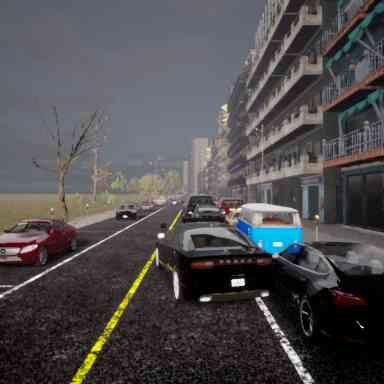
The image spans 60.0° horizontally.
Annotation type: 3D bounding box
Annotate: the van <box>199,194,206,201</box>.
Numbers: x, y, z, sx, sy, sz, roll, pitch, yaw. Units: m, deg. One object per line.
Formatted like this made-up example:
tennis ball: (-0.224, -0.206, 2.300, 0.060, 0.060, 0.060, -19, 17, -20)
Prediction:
van: (2.762, 1.369, 85.508, 1.690, 1.788, 3.998, 1, 0, 0)

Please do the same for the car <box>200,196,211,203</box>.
car: (2.723, 1.571, 68.524, 2.008, 1.369, 4.403, 1, 0, 0)

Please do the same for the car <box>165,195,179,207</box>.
car: (-2.635, 1.505, 52.608, 2.128, 1.511, 4.902, 0, 0, 0)

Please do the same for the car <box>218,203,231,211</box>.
car: (2.613, 1.529, 17.746, 1.752, 1.417, 4.829, 1, 0, 0)

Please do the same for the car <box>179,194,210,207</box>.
car: (0.435, 1.225, 24.585, 2.150, 2.045, 5.566, 0, 0, -5)

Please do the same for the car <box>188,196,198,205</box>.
car: (0.131, 1.542, 60.260, 1.812, 1.442, 4.674, 0, 0, 0)

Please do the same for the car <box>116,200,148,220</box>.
car: (-5.245, 1.572, 28.383, 1.947, 1.339, 4.313, 1, 0, 0)

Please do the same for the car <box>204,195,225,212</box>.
car: (2.664, 1.324, 40.220, 2.192, 1.841, 5.009, 1, 0, 0)

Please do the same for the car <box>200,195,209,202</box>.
car: (2.736, 1.463, 74.186, 1.967, 1.590, 4.097, 1, 0, 0)

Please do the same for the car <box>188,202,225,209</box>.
car: (0.865, 1.510, 18.645, 1.837, 1.490, 4.892, 0, 0, 0)

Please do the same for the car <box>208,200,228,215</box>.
car: (2.649, 1.590, 34.559, 1.802, 1.307, 4.206, 1, 0, 0)

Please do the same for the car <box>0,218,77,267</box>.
car: (-5.282, 1.584, 11.420, 1.802, 1.307, 4.206, 1, 0, 0)

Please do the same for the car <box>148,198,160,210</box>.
car: (-5.220, 1.591, 39.690, 1.802, 1.307, 4.206, 1, 0, 0)

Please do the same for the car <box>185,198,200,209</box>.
car: (0.114, 1.559, 46.480, 2.033, 1.411, 5.357, 0, 0, 1)

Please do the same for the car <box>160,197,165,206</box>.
car: (-5.183, 1.541, 56.483, 1.752, 1.417, 4.829, 1, 0, 0)

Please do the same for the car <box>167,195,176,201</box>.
car: (-5.122, 1.578, 84.922, 2.008, 1.369, 4.403, 1, 0, 0)

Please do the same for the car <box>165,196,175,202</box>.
car: (-5.134, 1.575, 79.268, 2.008, 1.369, 4.403, 1, 0, 0)

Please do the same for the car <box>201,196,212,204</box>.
car: (2.711, 1.543, 63.034, 1.752, 1.417, 4.829, 1, 0, 0)

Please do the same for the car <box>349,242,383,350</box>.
car: (2.578, 1.315, 0.593, 2.192, 1.841, 5.009, 1, 0, 0)

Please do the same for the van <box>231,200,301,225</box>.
van: (2.602, 1.344, 11.915, 1.690, 1.788, 3.998, 1, 0, 0)

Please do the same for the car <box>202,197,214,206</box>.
car: (2.699, 1.541, 57.373, 1.752, 1.417, 4.829, 1, 0, 0)

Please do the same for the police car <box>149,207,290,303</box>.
police car: (0.226, 1.427, 8.499, 1.930, 1.638, 5.238, 0, 0, -13)

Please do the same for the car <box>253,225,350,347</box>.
car: (2.587, 1.567, 6.253, 1.947, 1.339, 4.313, 1, 0, 0)

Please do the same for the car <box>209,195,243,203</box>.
car: (2.627, 1.320, 23.237, 2.192, 1.841, 5.009, 1, 0, 0)
